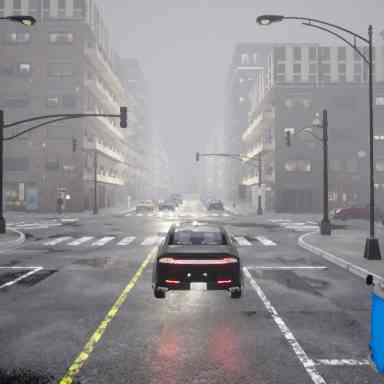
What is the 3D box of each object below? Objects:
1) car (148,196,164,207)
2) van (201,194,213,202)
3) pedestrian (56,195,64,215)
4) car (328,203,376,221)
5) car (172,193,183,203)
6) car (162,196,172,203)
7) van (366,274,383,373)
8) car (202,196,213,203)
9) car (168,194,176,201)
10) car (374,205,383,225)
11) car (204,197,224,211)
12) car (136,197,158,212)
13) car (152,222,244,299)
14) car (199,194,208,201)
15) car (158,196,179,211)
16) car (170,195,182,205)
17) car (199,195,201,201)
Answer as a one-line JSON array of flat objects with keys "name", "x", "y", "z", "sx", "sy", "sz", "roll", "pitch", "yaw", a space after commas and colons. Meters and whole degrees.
[{"name": "car", "x": -5.542, "y": 1.459, "z": 51.218, "sx": 1.967, "sy": 1.590, "sz": 4.097, "roll": 1, "pitch": 0, "yaw": 0}, {"name": "van", "x": 2.854, "y": 1.362, "z": 56.838, "sx": 1.690, "sy": 1.788, "sz": 3.998, "roll": 1, "pitch": 0, "yaw": 0}, {"name": "pedestrian", "x": -12.457, "y": 1.217, "z": 31.392, "sx": 0.375, "sy": 1.860, "sz": 0.375, "roll": 0, "pitch": -1, "yaw": 1}, {"name": "car", "x": 13.715, "y": 1.608, "z": 28.068, "sx": 4.097, "sy": 1.590, "sz": 1.967, "roll": 0, "pitch": -1, "yaw": 1}, {"name": "car", "x": -2.902, "y": 1.245, "z": 61.551, "sx": 2.150, "sy": 2.045, "sz": 5.566, "roll": 0, "pitch": 0, "yaw": 1}, {"name": "car", "x": -5.485, "y": 1.575, "z": 73.789, "sx": 1.887, "sy": 1.381, "sz": 4.507, "roll": 1, "pitch": 0, "yaw": 0}, {"name": "van", "x": 2.679, "y": 1.342, "z": 1.965, "sx": 1.690, "sy": 1.788, "sz": 3.998, "roll": 1, "pitch": 0, "yaw": 0}, {"name": "car", "x": 2.821, "y": 1.567, "z": 45.554, "sx": 2.008, "sy": 1.369, "sz": 4.403, "roll": 1, "pitch": 0, "yaw": 0}, {"name": "car", "x": -5.439, "y": 1.480, "z": 90.717, "sx": 1.967, "sy": 1.590, "sz": 4.097, "roll": 1, "pitch": 0, "yaw": 0}, {"name": "car", "x": 13.590, "y": 1.583, "z": 19.687, "sx": 4.313, "sy": 1.339, "sz": 1.947, "roll": 0, "pitch": -1, "yaw": 1}, {"name": "car", "x": 2.807, "y": 1.580, "z": 39.911, "sx": 1.947, "sy": 1.339, "sz": 4.313, "roll": 1, "pitch": 0, "yaw": 0}, {"name": "car", "x": -5.573, "y": 1.539, "z": 39.763, "sx": 1.752, "sy": 1.417, "sz": 4.829, "roll": 1, "pitch": 0, "yaw": 0}, {"name": "car", "x": 0.123, "y": 1.494, "z": 8.454, "sx": 2.128, "sy": 1.511, "sz": 4.902, "roll": 0, "pitch": 0, "yaw": 0}, {"name": "car", "x": 2.928, "y": 1.352, "z": 85.051, "sx": 2.192, "sy": 1.841, "sz": 5.009, "roll": 1, "pitch": 0, "yaw": 0}, {"name": "car", "x": -2.995, "y": 1.562, "z": 40.910, "sx": 2.033, "sy": 1.411, "sz": 5.357, "roll": 0, "pitch": 0, "yaw": 0}, {"name": "car", "x": -2.961, "y": 1.544, "z": 50.813, "sx": 1.812, "sy": 1.442, "sz": 4.674, "roll": 0, "pitch": 0, "yaw": 0}, {"name": "car", "x": 2.881, "y": 1.552, "z": 68.294, "sx": 1.752, "sy": 1.417, "sz": 4.829, "roll": 1, "pitch": 0, "yaw": 0}]
